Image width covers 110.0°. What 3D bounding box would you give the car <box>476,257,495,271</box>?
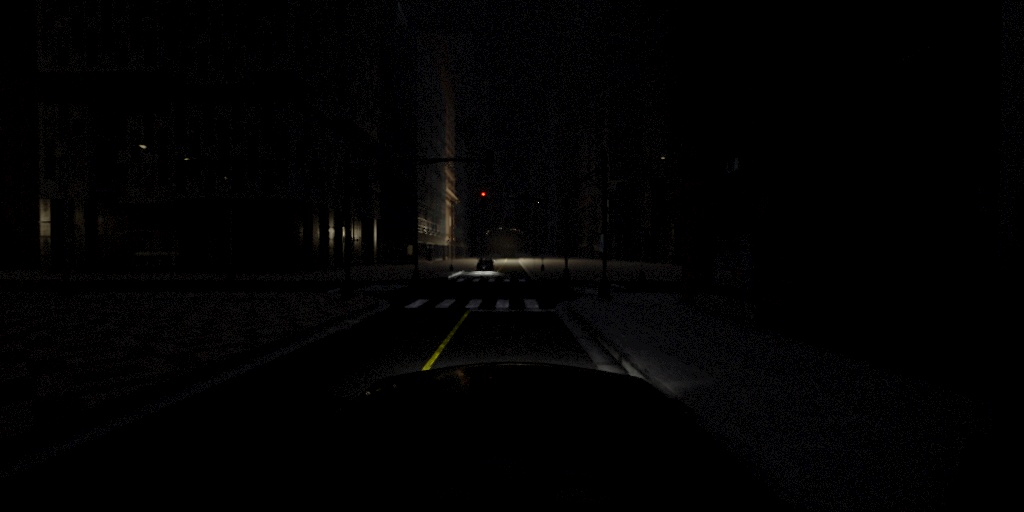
[{"bbox_3d":[-3.010,0.929,40.946,2.128,1.511,4.902,0,2,0],"label":"car"}]
